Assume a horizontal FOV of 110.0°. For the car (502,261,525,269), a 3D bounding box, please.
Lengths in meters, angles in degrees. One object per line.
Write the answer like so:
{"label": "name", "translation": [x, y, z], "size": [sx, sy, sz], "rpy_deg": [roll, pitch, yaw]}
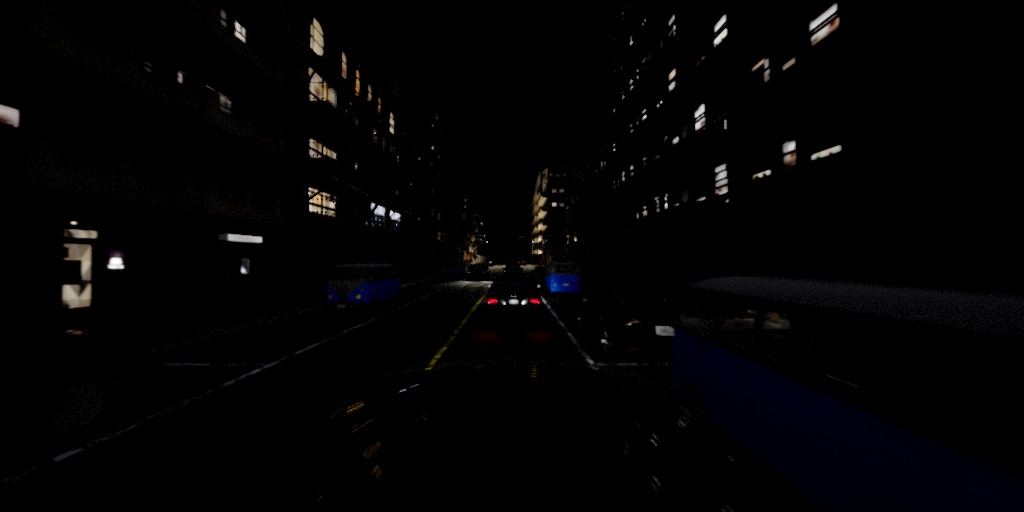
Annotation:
{"label": "car", "translation": [0.086, 1.485, 33.638], "size": [1.812, 1.442, 4.674], "rpy_deg": [0, 0, 0]}

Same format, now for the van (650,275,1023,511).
{"label": "van", "translation": [2.692, 1.097, 2.727], "size": [1.690, 1.789, 3.998], "rpy_deg": [0, 0, 0]}

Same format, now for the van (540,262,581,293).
{"label": "van", "translation": [2.690, 1.205, 19.713], "size": [1.690, 1.789, 3.998], "rpy_deg": [0, 0, 0]}

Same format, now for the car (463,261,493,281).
{"label": "car", "translation": [-3.104, 1.436, 33.599], "size": [1.882, 1.535, 5.008], "rpy_deg": [0, 0, 0]}

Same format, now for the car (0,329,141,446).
{"label": "car", "translation": [-5.689, 1.301, 2.726], "size": [1.888, 1.381, 4.507], "rpy_deg": [0, 0, 0]}

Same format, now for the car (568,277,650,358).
{"label": "car", "translation": [2.691, 1.357, 8.388], "size": [1.948, 1.339, 4.313], "rpy_deg": [0, 0, 0]}

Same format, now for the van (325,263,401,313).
{"label": "van", "translation": [-5.690, 1.168, 14.049], "size": [1.690, 1.789, 3.998], "rpy_deg": [0, 0, 0]}

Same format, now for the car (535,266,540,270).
{"label": "car", "translation": [2.690, 1.468, 25.374], "size": [1.948, 1.339, 4.313], "rpy_deg": [0, 0, 0]}

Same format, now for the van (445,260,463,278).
{"label": "van", "translation": [-5.692, 1.321, 36.696], "size": [1.690, 1.789, 3.998], "rpy_deg": [0, 0, 0]}

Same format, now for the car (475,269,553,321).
{"label": "car", "translation": [0.064, 1.367, 12.731], "size": [2.033, 1.411, 5.357], "rpy_deg": [0, 0, 0]}
